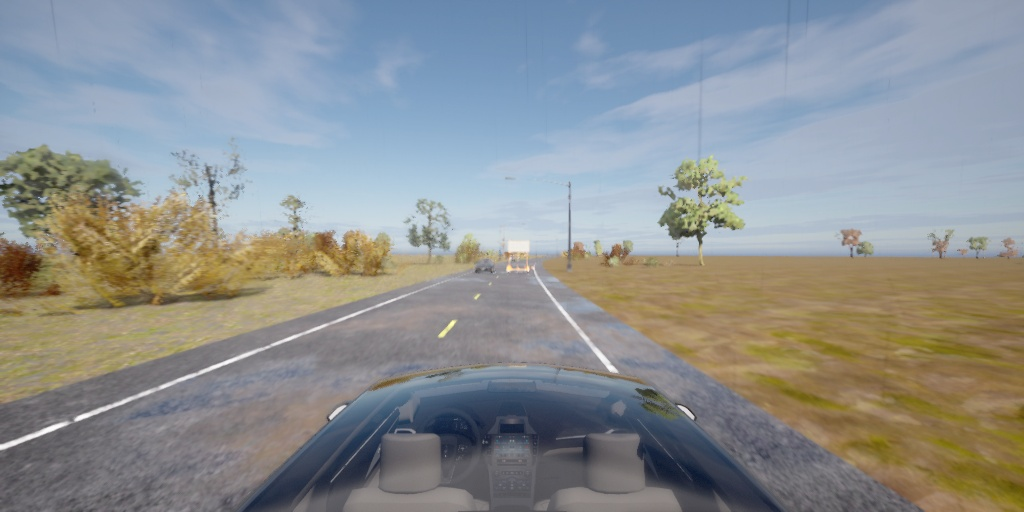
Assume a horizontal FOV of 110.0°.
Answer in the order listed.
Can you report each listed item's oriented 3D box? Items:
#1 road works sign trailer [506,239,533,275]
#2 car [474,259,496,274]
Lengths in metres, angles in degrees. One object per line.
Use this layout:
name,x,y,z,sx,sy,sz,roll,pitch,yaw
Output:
road works sign trailer,0.661,0.042,36.879,2.380,3.560,2.880,0,0,3
car,-2.825,1.064,38.290,1.837,1.490,4.892,0,1,3
